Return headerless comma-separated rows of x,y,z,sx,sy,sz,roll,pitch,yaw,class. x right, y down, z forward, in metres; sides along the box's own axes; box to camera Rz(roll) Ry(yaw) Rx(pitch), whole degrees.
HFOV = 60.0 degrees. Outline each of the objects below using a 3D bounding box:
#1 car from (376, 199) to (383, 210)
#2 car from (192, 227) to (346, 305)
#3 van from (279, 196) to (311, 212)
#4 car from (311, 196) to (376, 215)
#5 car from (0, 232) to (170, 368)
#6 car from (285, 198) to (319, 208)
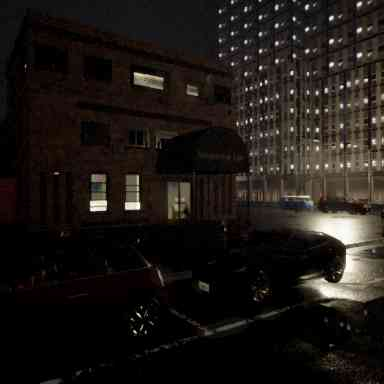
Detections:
21.810,1.498,37.859,2.008,1.369,4.403,0,0,-35,car
2.022,1.565,8.078,4.313,1.339,1.947,0,0,-35,car
11.765,1.326,37.611,1.690,1.788,3.998,0,0,-35,van
14.934,1.308,33.065,2.192,1.841,5.009,0,0,-35,car
-2.442,1.440,4.826,4.097,1.590,1.967,0,0,-35,car
15.472,1.513,46.950,1.802,1.307,4.206,0,0,-35,car
